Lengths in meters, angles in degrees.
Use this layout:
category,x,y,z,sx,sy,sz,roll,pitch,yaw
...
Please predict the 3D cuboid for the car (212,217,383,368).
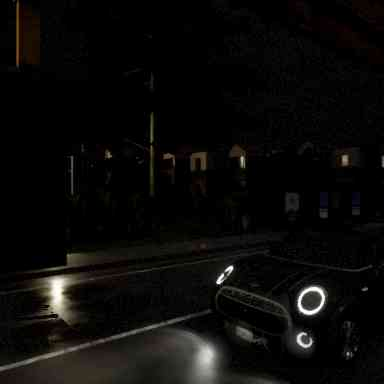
category,x,y,z,sx,sy,sz,roll,pitch,yaw
car,2.514,1.352,5.902,4.553,1.767,2.097,0,0,-37
